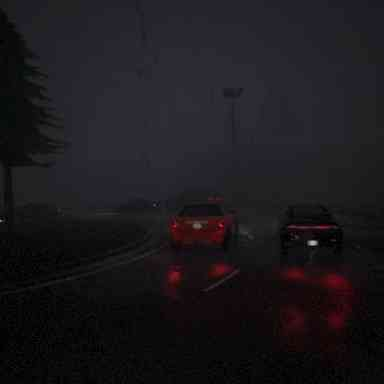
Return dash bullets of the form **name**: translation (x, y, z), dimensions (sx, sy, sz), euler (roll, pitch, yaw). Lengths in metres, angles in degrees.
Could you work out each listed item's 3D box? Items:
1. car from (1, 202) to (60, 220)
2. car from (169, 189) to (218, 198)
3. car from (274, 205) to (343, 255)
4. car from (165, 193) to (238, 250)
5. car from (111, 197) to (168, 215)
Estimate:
- **car**: translation (-12.587, 1.492, 26.087), dimensions (4.181, 1.385, 1.994), euler (-2, 1, -9)
- **car**: translation (0.072, 0.767, 30.217), dimensions (5.566, 2.045, 2.150), euler (0, 1, 38)
- **car**: translation (4.063, 1.210, 12.021), dimensions (2.128, 1.511, 4.902), euler (-1, 1, 13)
- **car**: translation (0.622, 1.137, 13.396), dimensions (2.097, 1.767, 4.553), euler (-2, 1, 12)
- **car**: translation (-4.814, 1.212, 29.006), dimensions (4.674, 1.442, 1.812), euler (-1, 0, 24)
